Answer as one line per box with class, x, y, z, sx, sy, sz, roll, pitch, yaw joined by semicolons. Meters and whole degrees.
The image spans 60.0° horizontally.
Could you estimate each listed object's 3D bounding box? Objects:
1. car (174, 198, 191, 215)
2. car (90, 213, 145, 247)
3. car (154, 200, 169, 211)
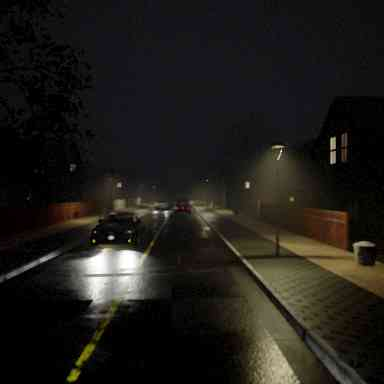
car;-1.056;1.783;37.823;2.033;1.411;5.357;0;0;-2
car;-3.293;1.661;15.344;1.994;1.385;4.181;0;0;-2
car;-4.289;1.817;46.488;1.812;1.442;4.674;0;0;-2
